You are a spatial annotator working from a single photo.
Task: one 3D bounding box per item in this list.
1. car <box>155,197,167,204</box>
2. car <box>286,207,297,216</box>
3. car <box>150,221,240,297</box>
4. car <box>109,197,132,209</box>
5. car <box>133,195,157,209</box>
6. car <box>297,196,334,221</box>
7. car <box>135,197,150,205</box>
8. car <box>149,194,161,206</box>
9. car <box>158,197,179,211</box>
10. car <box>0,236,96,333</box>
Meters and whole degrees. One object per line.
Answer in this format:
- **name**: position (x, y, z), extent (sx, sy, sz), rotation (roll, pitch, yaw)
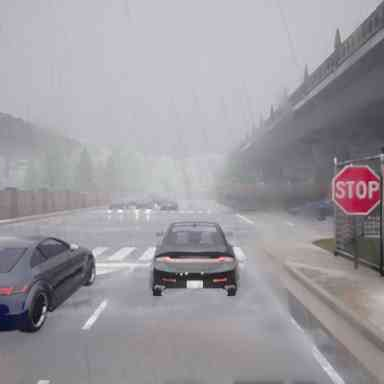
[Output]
- **car**: position (-6.117, 1.672, 65.806), extent (1.994, 1.385, 4.181), rotation (0, 0, 2)
- **car**: position (11.542, 1.598, 30.922), extent (5.357, 1.411, 2.033), rotation (0, 0, 0)
- **car**: position (0.061, 1.506, 8.611), extent (2.128, 1.511, 4.902), rotation (0, 0, 0)
- **car**: position (-9.974, 1.580, 45.660), extent (1.837, 1.490, 4.892), rotation (0, 0, 1)
- **car**: position (-6.469, 1.580, 45.979), extent (1.837, 1.490, 4.892), rotation (0, 0, 1)
- **car**: position (12.016, 1.267, 27.422), extent (5.566, 2.045, 2.150), rotation (0, 0, 0)
- **car**: position (-9.631, 1.654, 65.263), extent (2.033, 1.411, 5.357), rotation (0, 0, 1)
- **car**: position (-6.318, 1.313, 55.833), extent (2.150, 2.045, 5.566), rotation (0, 0, 1)
- **car**: position (-2.837, 1.634, 42.961), extent (1.994, 1.385, 4.181), rotation (0, 0, 1)
- **car**: position (-3.413, 1.575, 6.806), extent (1.994, 1.385, 4.181), rotation (0, 0, 0)
